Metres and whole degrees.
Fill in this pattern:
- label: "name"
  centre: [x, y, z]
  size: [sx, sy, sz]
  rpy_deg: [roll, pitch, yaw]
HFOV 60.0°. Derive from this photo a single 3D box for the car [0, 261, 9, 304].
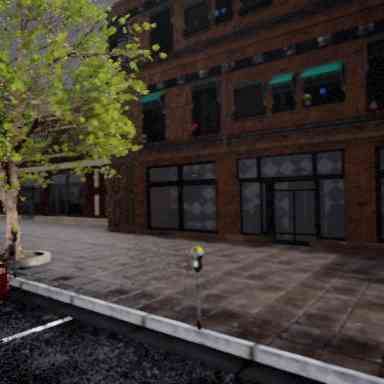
- label: "car"
  centre: [-5.518, 1.603, 6.820]
  size: [4.507, 1.381, 1.887]
  rpy_deg: [0, -1, 35]
